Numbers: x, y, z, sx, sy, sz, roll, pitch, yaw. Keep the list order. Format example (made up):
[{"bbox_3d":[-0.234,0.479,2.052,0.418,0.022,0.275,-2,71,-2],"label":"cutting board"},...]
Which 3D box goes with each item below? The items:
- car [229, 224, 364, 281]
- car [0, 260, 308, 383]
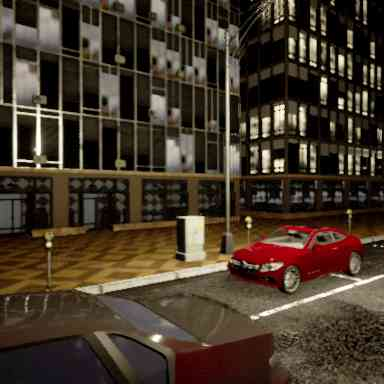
[{"bbox_3d":[2.806,1.527,8.559,4.206,1.307,1.802,-1,1,-36],"label":"car"},{"bbox_3d":[-1.664,1.548,2.190,5.357,1.411,2.033,-1,0,-36],"label":"car"}]
